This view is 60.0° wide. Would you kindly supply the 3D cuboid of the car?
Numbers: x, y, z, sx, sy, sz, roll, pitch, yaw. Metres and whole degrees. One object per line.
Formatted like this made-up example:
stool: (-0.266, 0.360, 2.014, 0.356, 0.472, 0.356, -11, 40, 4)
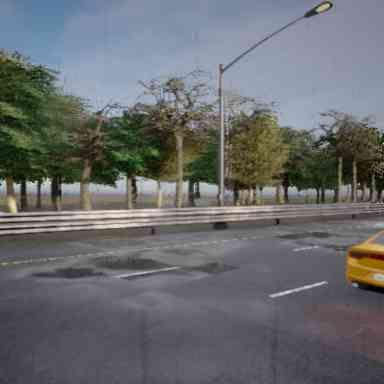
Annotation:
car: (5.710, 1.532, 7.937, 5.008, 1.535, 1.882, 0, 0, -35)
